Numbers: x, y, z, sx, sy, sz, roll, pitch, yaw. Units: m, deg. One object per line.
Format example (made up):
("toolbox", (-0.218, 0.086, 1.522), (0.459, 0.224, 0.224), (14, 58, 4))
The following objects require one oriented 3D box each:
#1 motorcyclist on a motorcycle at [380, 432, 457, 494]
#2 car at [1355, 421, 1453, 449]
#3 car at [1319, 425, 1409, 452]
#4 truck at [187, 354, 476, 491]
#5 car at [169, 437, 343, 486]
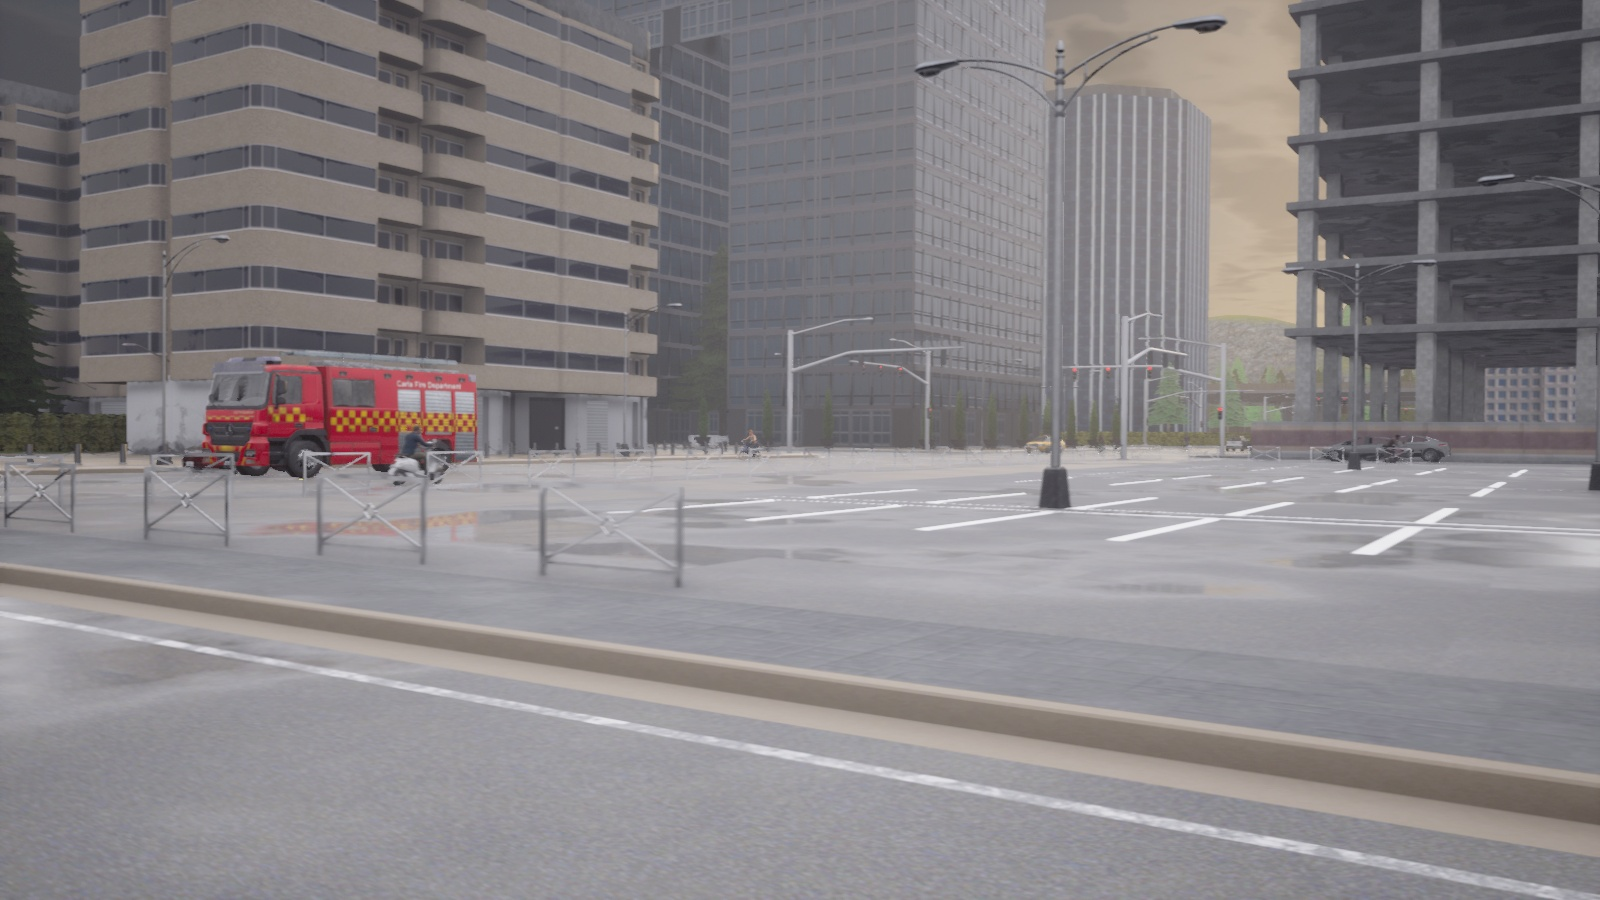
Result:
("motorcyclist on a motorcycle", (-10.087, 0.322, 33.294), (0.866, 1.590, 1.817), (0, 1, 32))
("car", (35.906, -0.890, 74.680), (5.027, 1.651, 2.152), (0, 1, 32))
("car", (32.597, -0.664, 72.616), (4.514, 1.525, 2.007), (0, 1, 32))
("truck", (-14.433, -0.842, 39.557), (2.891, 3.827, 8.468), (0, 1, 32))
("car", (-17.656, 0.332, 41.001), (2.163, 1.488, 4.792), (0, 1, 32))
